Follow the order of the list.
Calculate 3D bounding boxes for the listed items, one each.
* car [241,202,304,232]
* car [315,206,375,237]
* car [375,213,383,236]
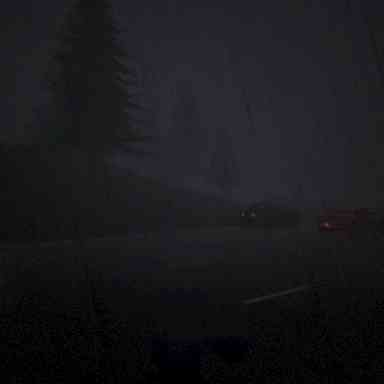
[{"bbox_3d":[5.170,1.425,21.062,4.553,1.767,2.097,0,0,-43],"label":"car"},{"bbox_3d":[9.060,1.559,18.809,5.008,1.535,1.882,0,0,-35],"label":"car"},{"bbox_3d":[11.096,1.559,15.963,5.008,1.535,1.882,0,0,-35],"label":"car"}]
